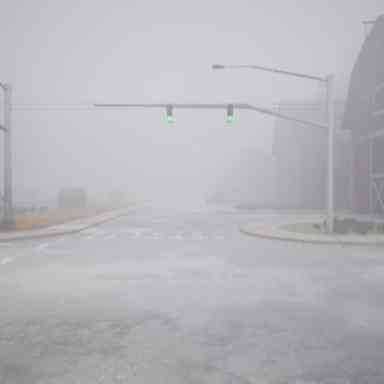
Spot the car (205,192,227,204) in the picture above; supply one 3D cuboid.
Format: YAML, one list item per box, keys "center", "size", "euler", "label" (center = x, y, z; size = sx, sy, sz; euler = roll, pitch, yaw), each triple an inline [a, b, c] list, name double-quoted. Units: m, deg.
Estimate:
- center: [4.165, 1.021, 57.251]
  size: [1.905, 1.878, 3.866]
  euler: [-8, 4, -42]
  label: "car"
